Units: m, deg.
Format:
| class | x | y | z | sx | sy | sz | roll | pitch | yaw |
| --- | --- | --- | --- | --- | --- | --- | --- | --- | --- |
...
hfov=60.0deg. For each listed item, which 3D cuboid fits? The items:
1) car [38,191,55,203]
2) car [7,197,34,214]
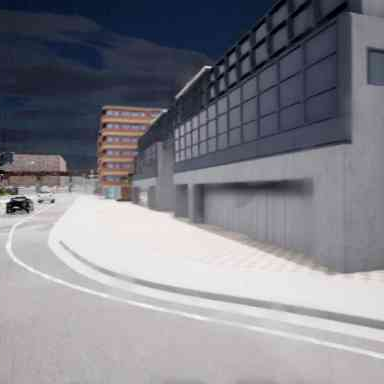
| class | x | y | z | sx | sy | sz | roll | pitch | yaw |
| --- | --- | --- | --- | --- | --- | --- | --- | --- | --- |
| car | -23.908 | 0.776 | 54.818 | 2.150 | 2.045 | 5.566 | -1 | 1 | -18 |
| car | -16.759 | 1.231 | 32.669 | 1.882 | 1.535 | 5.008 | -1 | 1 | -18 |
